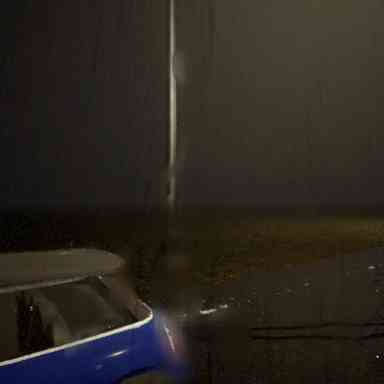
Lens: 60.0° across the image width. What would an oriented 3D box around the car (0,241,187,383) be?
[{"bbox_3d":[-2.307,1.352,2.349,4.553,1.767,2.097,0,0,-36],"label":"car"}]
